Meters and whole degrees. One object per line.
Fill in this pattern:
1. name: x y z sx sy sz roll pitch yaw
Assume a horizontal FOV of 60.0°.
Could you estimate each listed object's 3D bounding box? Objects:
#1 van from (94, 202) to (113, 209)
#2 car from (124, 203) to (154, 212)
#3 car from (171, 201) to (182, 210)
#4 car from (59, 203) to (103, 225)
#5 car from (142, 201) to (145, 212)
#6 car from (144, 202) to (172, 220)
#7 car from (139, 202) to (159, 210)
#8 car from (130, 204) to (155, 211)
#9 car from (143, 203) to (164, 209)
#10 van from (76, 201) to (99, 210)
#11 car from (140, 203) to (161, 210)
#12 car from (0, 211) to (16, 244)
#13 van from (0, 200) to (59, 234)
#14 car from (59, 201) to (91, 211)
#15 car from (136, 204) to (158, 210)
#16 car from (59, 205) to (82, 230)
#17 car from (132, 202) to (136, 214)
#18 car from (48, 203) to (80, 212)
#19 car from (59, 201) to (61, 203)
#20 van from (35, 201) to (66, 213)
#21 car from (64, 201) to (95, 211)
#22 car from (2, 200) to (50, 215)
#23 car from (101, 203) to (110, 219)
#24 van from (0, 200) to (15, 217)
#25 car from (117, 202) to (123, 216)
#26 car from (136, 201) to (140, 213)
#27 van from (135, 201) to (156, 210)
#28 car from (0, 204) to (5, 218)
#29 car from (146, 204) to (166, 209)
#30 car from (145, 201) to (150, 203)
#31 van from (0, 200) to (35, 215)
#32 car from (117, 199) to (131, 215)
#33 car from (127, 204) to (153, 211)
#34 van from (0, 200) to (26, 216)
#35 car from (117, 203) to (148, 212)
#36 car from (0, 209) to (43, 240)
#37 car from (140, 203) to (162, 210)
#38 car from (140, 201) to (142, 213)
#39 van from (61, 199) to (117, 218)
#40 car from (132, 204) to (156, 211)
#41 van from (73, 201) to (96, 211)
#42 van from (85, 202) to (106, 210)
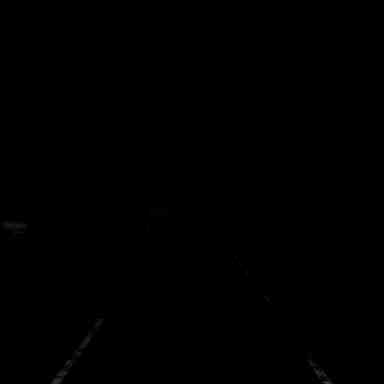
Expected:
1. van: -23.536 3.611 88.574 4.442 1.987 1.878 0 -2 0
2. car: -10.153 2.954 63.686 5.366 1.575 1.946 0 -2 0
3. car: -3.354 3.313 76.298 1.994 1.385 4.181 0 -2 0
4. car: -10.306 1.930 27.630 4.792 1.488 2.163 0 -1 0
5. car: -10.306 2.456 52.592 4.553 1.767 2.185 0 -2 0
6. car: -3.367 2.050 34.105 1.882 1.535 5.008 0 -1 0
7. car: -10.370 3.397 80.335 4.553 1.767 2.185 0 -2 0
8. car: -10.309 3.174 69.234 4.792 1.488 2.163 0 -2 0
9. car: -10.154 3.832 88.525 5.366 1.575 1.946 0 -2 0
10. van: -23.535 3.109 74.864 4.442 1.987 1.878 0 -2 0
11. car: -10.333 3.624 83.108 4.892 1.521 2.231 0 -2 0
12. car: -10.365 1.684 13.753 4.792 1.488 2.163 0 -1 0
13. van: -10.453 1.527 19.308 4.442 1.987 1.878 0 -1 0
14. car: -23.390 2.802 66.559 5.566 2.045 2.435 0 -2 0
15. car: -10.368 3.456 77.558 4.792 1.488 2.163 0 -2 0
16. car: -10.342 1.802 22.080 5.008 1.535 2.097 0 -1 0
17. car: -10.340 2.340 44.262 4.674 1.452 2.002 0 -2 0
18. car: -23.412 2.866 61.013 5.008 1.535 2.097 0 -2 0
19. car: -23.415 2.625 52.706 4.674 1.452 2.002 0 -2 0
20. van: -23.534 2.449 55.358 4.442 1.987 1.878 0 -2 0
21. car: -23.390 2.896 69.328 5.566 2.045 2.435 0 -2 0
22. car: -23.389 2.143 47.054 5.566 2.045 2.435 0 -2 0
23. car: -10.339 1.990 30.406 4.674 1.452 2.002 0 -1 0
24. van: -23.300 1.887 38.739 4.442 1.987 1.878 0 -1 0
25. car: -10.366 2.078 35.964 4.792 1.488 2.163 0 -1 0
26. car: -10.332 2.394 47.038 5.008 1.535 2.097 0 -2 0
27. van: -10.455 3.107 74.792 4.442 1.987 1.878 0 -2 0
28. car: -23.422 2.051 36.114 5.008 1.535 2.097 0 -1 0
29. car: -10.154 4.071 94.193 5.366 1.575 1.946 0 -2 0
30. car: -10.152 2.672 55.362 5.366 1.575 1.946 0 -2 0
31. van: -23.534 2.074 44.284 4.442 1.987 1.878 0 -2 0
32. car: -10.365 1.861 38.723 5.566 2.045 2.435 0 -2 0
33. car: -10.309 3.080 66.459 4.792 1.488 2.163 0 -2 0
34. van: -23.533 1.985 41.640 4.442 1.987 1.878 0 -2 0
35. car: -10.332 2.770 58.137 4.892 1.521 2.231 0 -2 0
36. car: -10.338 1.744 16.527 4.674 1.452 2.002 0 -1 0
37. car: -10.524 3.725 85.874 5.366 1.575 1.946 0 -2 0
38. car: -10.306 2.362 49.817 4.553 1.767 2.185 0 -2 0
39. van: -10.220 1.773 33.187 4.442 1.987 1.878 0 -1 0
40. car: -10.309 3.268 72.008 4.792 1.488 2.163 0 -2 0
41. van: -23.301 3.015 72.095 4.442 1.987 1.878 0 -2 0
42. van: -23.310 3.299 80.417 4.442 1.987 1.878 0 -2 0
